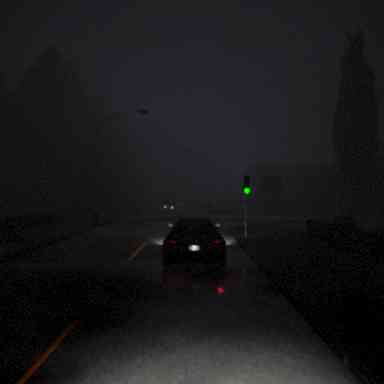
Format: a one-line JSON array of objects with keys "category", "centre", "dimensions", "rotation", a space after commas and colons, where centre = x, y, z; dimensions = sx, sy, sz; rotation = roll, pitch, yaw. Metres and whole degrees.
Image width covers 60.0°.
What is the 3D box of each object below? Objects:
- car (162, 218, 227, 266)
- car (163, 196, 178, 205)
[{"category": "car", "centre": [0.077, 1.576, 11.571], "dimensions": [1.994, 1.385, 4.181], "rotation": [0, 0, 0]}, {"category": "car", "centre": [-4.038, 1.624, 58.813], "dimensions": [1.994, 1.385, 4.181], "rotation": [0, 0, 1]}]
